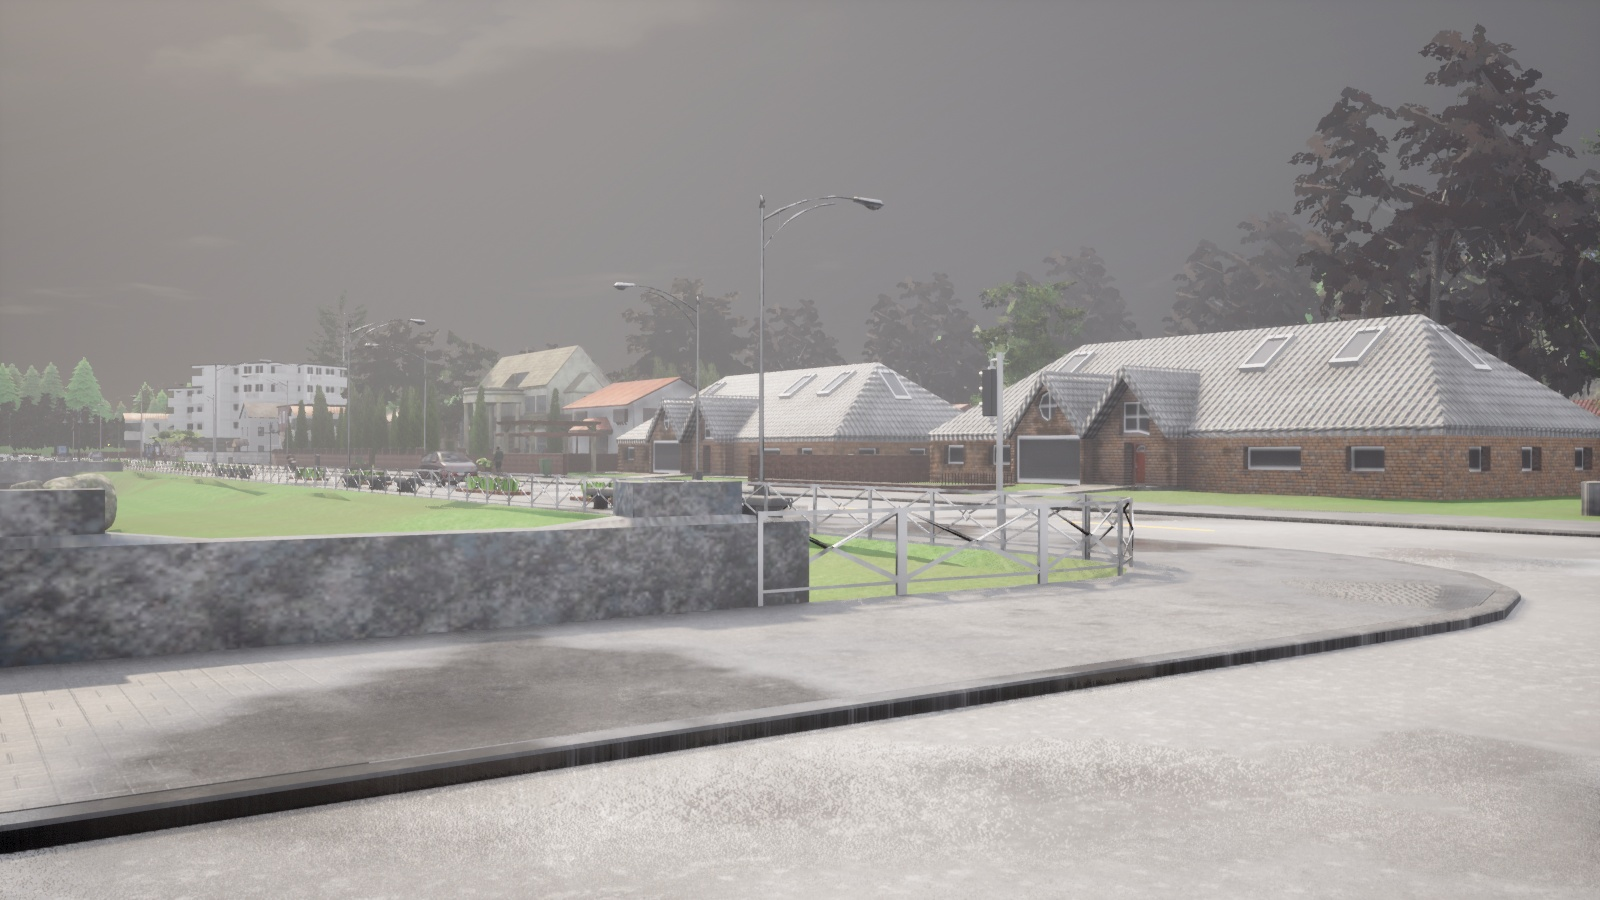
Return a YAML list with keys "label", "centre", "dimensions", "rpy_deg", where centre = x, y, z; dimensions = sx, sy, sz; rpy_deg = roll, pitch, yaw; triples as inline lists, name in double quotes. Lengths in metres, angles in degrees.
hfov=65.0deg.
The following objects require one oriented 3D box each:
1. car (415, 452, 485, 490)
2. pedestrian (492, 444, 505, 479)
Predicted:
- label: "car"
  centre: [-15.048, 0.887, 53.857]
  dimensions: [1.789, 1.549, 3.705]
  rpy_deg: [0, 0, -35]
- label: "pedestrian"
  centre: [-17.128, 0.665, 71.268]
  dimensions: [0.423, 1.949, 0.788]
  rpy_deg: [0, 0, -36]
